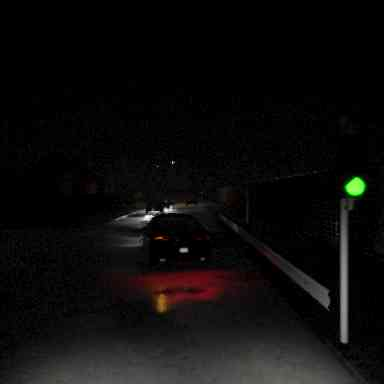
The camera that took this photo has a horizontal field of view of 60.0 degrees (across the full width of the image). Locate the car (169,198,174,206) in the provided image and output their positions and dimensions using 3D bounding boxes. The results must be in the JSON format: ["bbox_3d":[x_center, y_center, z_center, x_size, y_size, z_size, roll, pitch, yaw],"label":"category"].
[{"bbox_3d":[-4.088,1.561,47.077,2.128,1.511,4.902,0,0,0],"label":"car"}]

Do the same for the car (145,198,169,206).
[{"bbox_3d":[-4.108,1.547,37.597,2.128,1.511,4.902,0,0,0],"label":"car"}]

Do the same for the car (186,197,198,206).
[{"bbox_3d":[-0.019,1.612,58.063,1.812,1.442,4.674,0,0,0],"label":"car"}]

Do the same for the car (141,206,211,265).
[{"bbox_3d":[-0.709,1.495,11.857,1.882,1.535,5.008,1,0,-11],"label":"car"}]
